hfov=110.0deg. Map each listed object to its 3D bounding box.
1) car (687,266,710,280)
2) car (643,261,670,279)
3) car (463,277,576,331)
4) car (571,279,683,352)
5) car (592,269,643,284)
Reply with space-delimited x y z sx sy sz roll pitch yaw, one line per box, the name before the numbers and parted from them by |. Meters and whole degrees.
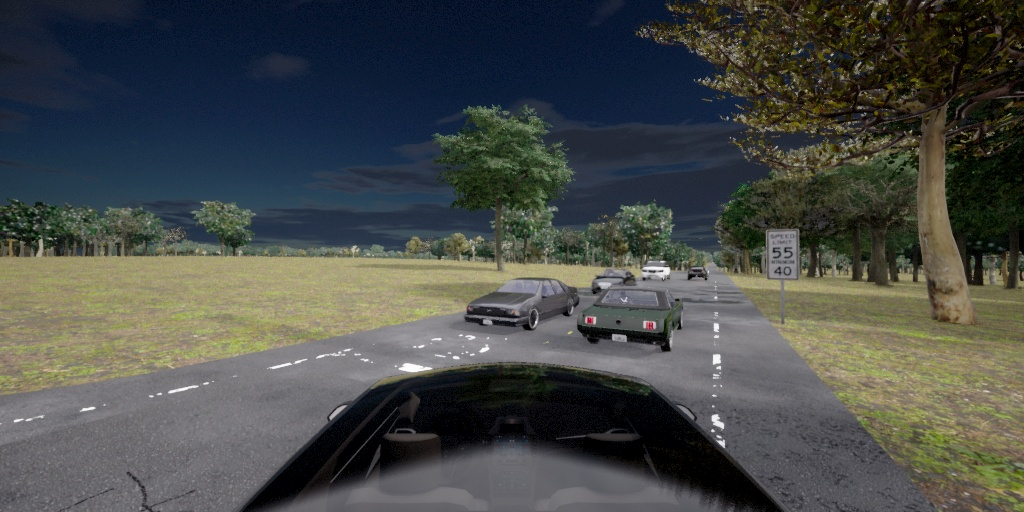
car | 20.319 1.848 39.180 1.837 1.490 4.892 0 -1 30
car | 14.866 1.511 36.914 2.150 2.045 5.566 0 -1 30
car | 0.652 1.425 11.951 2.033 1.411 5.357 0 -1 29
car | 3.335 1.449 9.383 1.895 1.301 4.718 0 -1 30
car | 6.288 1.532 21.878 2.128 1.511 4.902 0 -1 30
